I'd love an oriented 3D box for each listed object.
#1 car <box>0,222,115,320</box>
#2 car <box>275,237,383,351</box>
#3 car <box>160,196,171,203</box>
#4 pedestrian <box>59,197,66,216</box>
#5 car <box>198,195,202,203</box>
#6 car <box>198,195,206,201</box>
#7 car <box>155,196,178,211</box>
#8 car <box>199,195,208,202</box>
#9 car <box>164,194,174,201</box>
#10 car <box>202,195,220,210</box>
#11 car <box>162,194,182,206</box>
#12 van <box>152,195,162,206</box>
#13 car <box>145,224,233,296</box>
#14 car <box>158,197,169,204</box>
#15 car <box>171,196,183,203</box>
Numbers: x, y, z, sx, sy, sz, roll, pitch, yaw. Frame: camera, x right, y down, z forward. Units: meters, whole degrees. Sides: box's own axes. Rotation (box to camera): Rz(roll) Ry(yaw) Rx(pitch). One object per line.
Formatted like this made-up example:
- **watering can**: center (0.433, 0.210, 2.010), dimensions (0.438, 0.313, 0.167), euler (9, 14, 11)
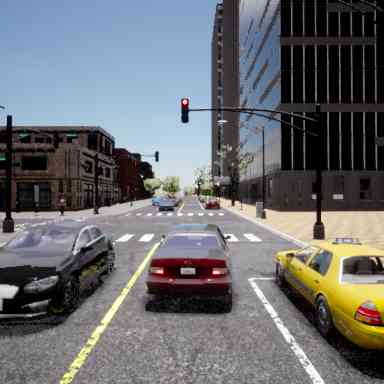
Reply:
- **car**: center (-3.103, 1.495, 7.593), dimensions (2.128, 1.511, 4.902), euler (0, 0, 0)
- **car**: center (2.837, 1.527, 6.377), dimensions (1.752, 1.417, 4.829), euler (1, 0, 0)
- **car**: center (-5.694, 1.594, 71.840), dimensions (1.947, 1.339, 4.313), euler (1, 0, 0)
- **pedestrian**: center (-12.551, 1.369, 32.147), dimensions (0.375, 1.860, 0.375), euler (0, 0, 1)
- **car**: center (2.687, 1.553, 72.000), dimensions (1.752, 1.417, 4.829), euler (1, 0, 0)
- **car**: center (2.683, 1.580, 88.434), dimensions (1.887, 1.381, 4.507), euler (1, 0, 0)
- **car**: center (-3.132, 1.562, 41.139), dimensions (2.033, 1.411, 5.357), euler (0, 0, -3)
- **car**: center (2.686, 1.556, 77.534), dimensions (1.752, 1.417, 4.829), euler (1, 0, 0)
- **car**: center (-5.692, 1.348, 82.909), dimensions (2.192, 1.841, 5.009), euler (1, 0, 0)
- **car**: center (2.694, 1.456, 44.155), dimensions (1.967, 1.590, 4.097), euler (1, 0, 0)
- **car**: center (-3.105, 1.374, 52.106), dimensions (2.097, 1.767, 4.553), euler (0, 0, 0)
- **van**: center (-5.687, 1.362, 55.237), dimensions (1.690, 1.788, 3.998), euler (1, 0, 0)
- **car**: center (0.074, 1.550, 8.828), dimensions (2.033, 1.411, 5.357), euler (0, 0, 3)
- **car**: center (-5.693, 1.607, 66.306), dimensions (1.802, 1.307, 4.206), euler (1, 0, 0)
- **car**: center (-3.023, 1.519, 68.395), dimensions (2.128, 1.511, 4.902), euler (0, 0, 0)
